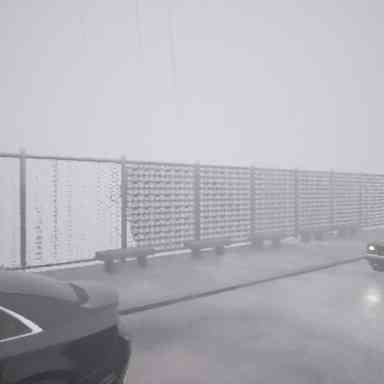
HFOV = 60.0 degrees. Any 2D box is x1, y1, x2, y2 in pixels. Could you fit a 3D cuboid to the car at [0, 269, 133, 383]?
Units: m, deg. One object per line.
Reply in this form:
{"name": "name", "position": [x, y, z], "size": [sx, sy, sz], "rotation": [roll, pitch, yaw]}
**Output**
{"name": "car", "position": [-2.882, 1.504, 2.541], "size": [4.892, 1.490, 1.837], "rotation": [-1, 1, -35]}

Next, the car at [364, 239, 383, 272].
{"name": "car", "position": [6.976, 1.581, 9.554], "size": [4.718, 1.301, 1.895], "rotation": [0, 0, -35]}
